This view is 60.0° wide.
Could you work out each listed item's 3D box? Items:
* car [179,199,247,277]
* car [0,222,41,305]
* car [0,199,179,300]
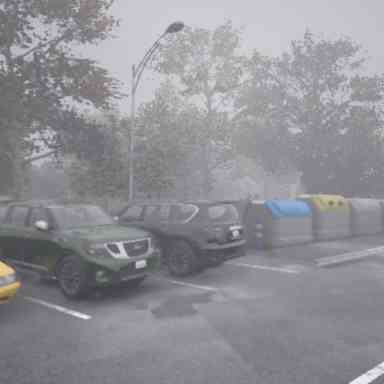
[{"bbox_3d":[-1.014,1.242,10.476,5.566,2.045,2.435,-1,-1,35],"label":"car"},{"bbox_3d":[-5.648,1.479,6.941,5.366,1.575,1.946,-1,-1,34],"label":"car"},{"bbox_3d":[-3.371,1.237,8.739,5.566,2.045,2.435,-1,-1,35],"label":"car"}]
